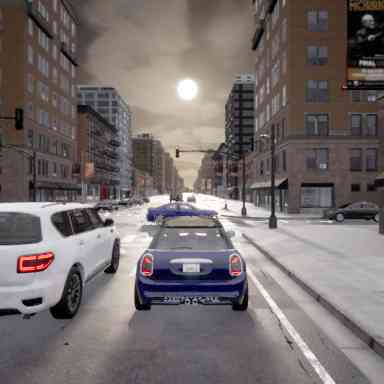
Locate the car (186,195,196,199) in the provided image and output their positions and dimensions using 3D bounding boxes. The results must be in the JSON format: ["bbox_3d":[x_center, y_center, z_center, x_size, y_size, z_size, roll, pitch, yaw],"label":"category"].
[{"bbox_3d":[-0.115,1.482,69.327,2.128,1.511,4.902,0,0,0],"label":"car"}]

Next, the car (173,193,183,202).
[{"bbox_3d":[-3.384,1.212,80.460,2.150,2.045,5.566,0,0,0],"label":"car"}]

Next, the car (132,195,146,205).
[{"bbox_3d":[-9.925,1.346,58.452,2.097,1.767,4.553,0,0,0],"label":"car"}]

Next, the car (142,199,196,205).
[{"bbox_3d":[-0.642,1.479,22.987,5.008,1.535,1.882,0,0,-1],"label":"car"}]

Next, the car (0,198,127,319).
[{"bbox_3d":[-3.160,1.223,7.485,2.150,2.045,5.566,0,0,0],"label":"car"}]

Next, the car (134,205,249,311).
[{"bbox_3d":[-0.005,1.352,7.944,2.097,1.767,4.553,0,0,0],"label":"car"}]

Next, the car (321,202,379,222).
[{"bbox_3d":[12.679,1.545,25.986,4.892,1.490,1.837,0,0,2],"label":"car"}]

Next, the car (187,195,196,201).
[{"bbox_3d":[-0.133,1.453,79.777,1.895,1.301,4.718,0,0,0],"label":"car"}]

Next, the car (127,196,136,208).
[{"bbox_3d":[-9.926,1.598,48.708,1.895,1.301,4.718,0,0,0],"label":"car"}]

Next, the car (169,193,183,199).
[{"bbox_3d":[-3.263,1.214,65.201,2.150,2.045,5.566,0,0,0],"label":"car"}]

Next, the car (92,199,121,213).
[{"bbox_3d":[-9.915,1.547,39.093,2.033,1.411,5.357,0,0,0],"label":"car"}]

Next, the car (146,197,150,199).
[{"bbox_3d":[-9.865,1.591,68.673,1.895,1.301,4.718,0,0,0],"label":"car"}]
